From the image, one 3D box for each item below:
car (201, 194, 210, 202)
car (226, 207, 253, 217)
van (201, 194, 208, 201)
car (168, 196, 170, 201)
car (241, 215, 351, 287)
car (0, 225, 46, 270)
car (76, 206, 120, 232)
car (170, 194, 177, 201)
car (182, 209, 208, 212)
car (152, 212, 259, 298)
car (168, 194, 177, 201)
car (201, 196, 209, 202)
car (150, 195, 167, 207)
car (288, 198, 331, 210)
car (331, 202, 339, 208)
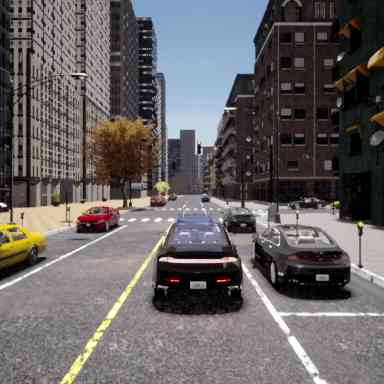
[{"bbox_3d":[3.058,1.630,74.660,1.947,1.339,4.313,0,0,0],"label":"car"},{"bbox_3d":[2.786,1.555,20.182,2.008,1.369,4.403,0,0,0],"label":"car"},{"bbox_3d":[3.113,1.424,85.707,1.690,1.788,3.998,0,0,0],"label":"van"},{"bbox_3d":[-5.405,1.607,58.134,1.947,1.339,4.313,0,0,0],"label":"car"},{"bbox_3d":[2.732,1.551,9.116,2.008,1.369,4.403,0,0,0],"label":"car"},{"bbox_3d":[-5.649,1.526,8.988,1.752,1.417,4.829,0,0,0],"label":"car"},{"bbox_3d":[-5.594,1.549,20.224,1.887,1.381,4.507,0,0,0],"label":"car"},{"bbox_3d":[-5.268,1.649,85.749,1.947,1.339,4.313,0,0,0],"label":"car"},{"bbox_3d":[0.167,1.605,18.636,1.895,1.301,4.718,0,0,1],"label":"car"},{"bbox_3d":[0.130,1.492,8.518,2.128,1.511,4.902,0,0,0],"label":"car"},{"bbox_3d":[-5.241,1.409,91.271,2.192,1.841,5.009,0,0,0],"label":"car"},{"bbox_3d":[3.086,1.598,80.353,1.752,1.417,4.829,0,0,0],"label":"car"},{"bbox_3d":[-5.433,1.349,52.611,2.192,1.841,5.009,0,0,0],"label":"car"},{"bbox_3d":[13.620,1.359,39.534,4.403,1.369,2.008,-1,1,0],"label":"car"},{"bbox_3d":[19.017,1.259,39.562,4.829,1.417,1.752,-1,1,0],"label":"car"}]
